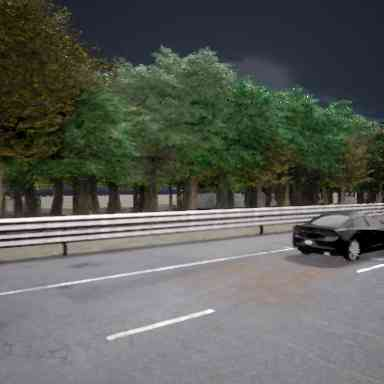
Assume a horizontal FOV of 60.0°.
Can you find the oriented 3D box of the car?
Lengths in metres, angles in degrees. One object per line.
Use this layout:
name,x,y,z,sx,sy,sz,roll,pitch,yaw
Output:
car,5.779,1.468,12.150,5.008,1.535,1.882,0,0,-35
